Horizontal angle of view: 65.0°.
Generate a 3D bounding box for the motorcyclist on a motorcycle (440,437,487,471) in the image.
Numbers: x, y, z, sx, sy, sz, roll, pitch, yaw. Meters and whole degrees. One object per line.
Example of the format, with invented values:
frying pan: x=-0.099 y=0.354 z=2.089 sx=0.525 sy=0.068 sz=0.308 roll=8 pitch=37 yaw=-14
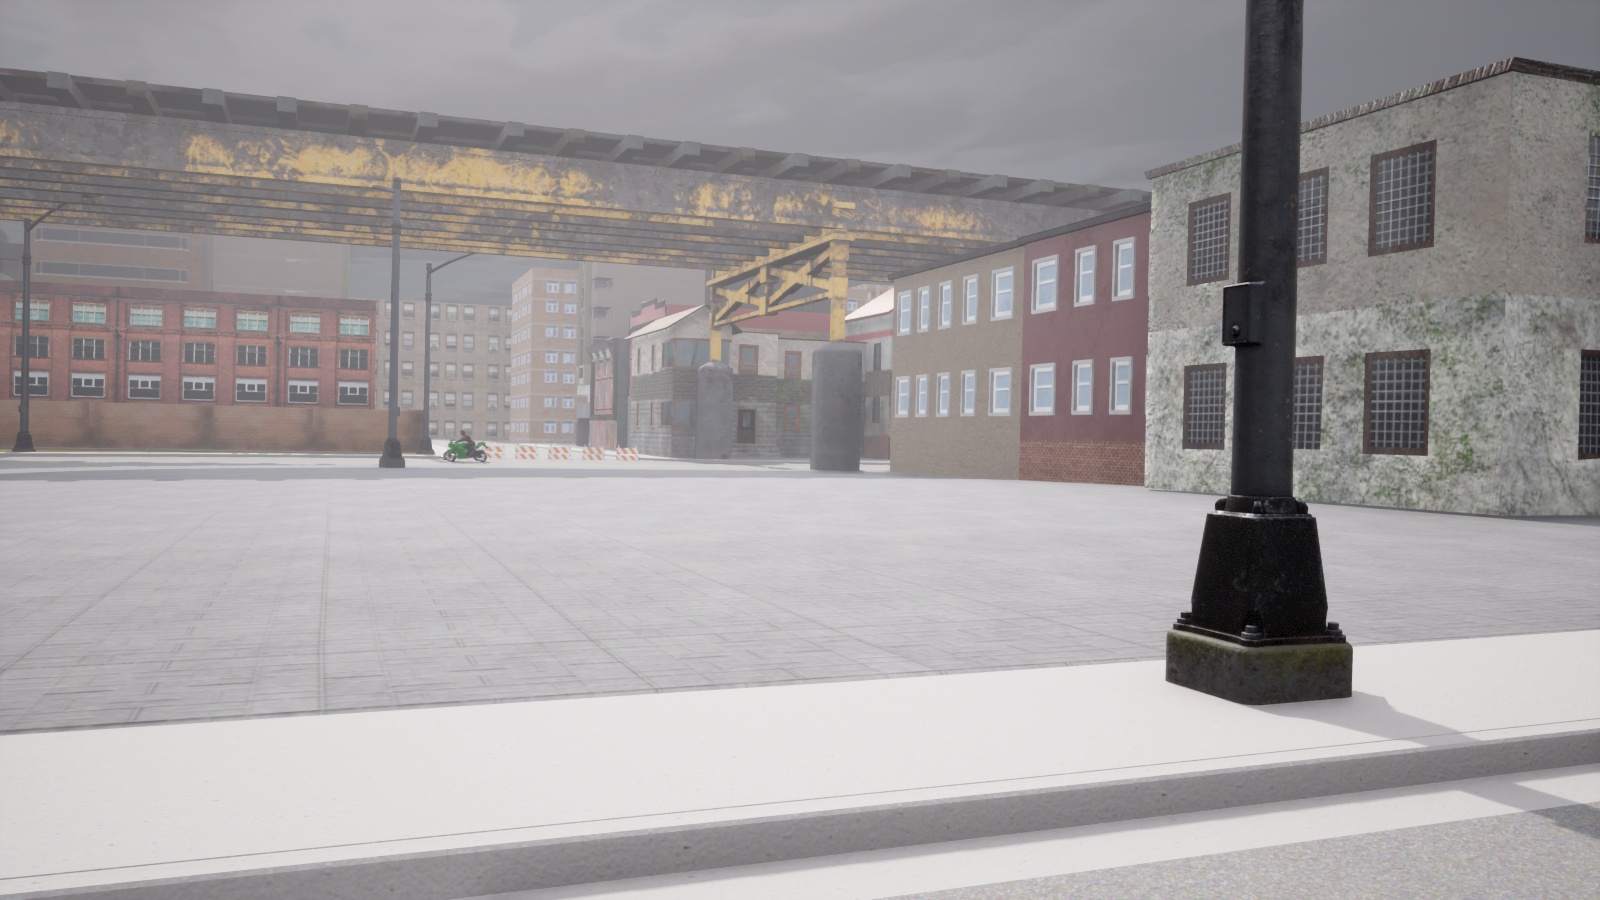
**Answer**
motorcyclist on a motorcycle: x=-15.688 y=0.171 z=58.574 sx=2.044 sy=1.523 sz=0.797 roll=0 pitch=1 yaw=-24
